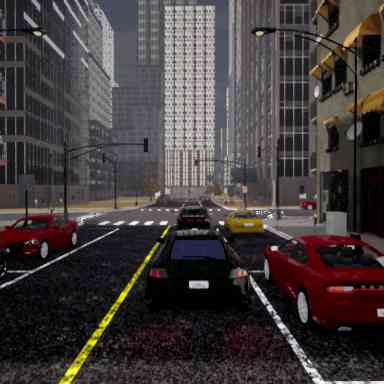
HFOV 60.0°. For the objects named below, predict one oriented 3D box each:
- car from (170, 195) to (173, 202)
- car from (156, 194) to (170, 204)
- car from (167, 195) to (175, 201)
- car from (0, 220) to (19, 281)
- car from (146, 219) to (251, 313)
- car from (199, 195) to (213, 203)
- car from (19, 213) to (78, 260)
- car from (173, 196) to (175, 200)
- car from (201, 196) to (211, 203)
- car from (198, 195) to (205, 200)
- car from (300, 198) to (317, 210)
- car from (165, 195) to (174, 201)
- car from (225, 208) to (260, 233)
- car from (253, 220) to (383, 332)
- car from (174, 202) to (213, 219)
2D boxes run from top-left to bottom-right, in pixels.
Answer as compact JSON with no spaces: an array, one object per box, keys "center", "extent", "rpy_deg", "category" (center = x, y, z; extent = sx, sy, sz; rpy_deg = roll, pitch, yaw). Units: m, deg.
[{"center":[-5.627,1.303,66.993],"extent":[2.192,1.841,5.009],"rpy_deg":[-1,0,0],"category":"car"},{"center":[-5.631,1.533,61.433],"extent":[1.887,1.381,4.507],"rpy_deg":[-1,0,0],"category":"car"},{"center":[-5.600,1.531,89.230],"extent":[1.887,1.381,4.507],"rpy_deg":[-1,0,0],"category":"car"},{"center":[-5.692,1.438,6.873],"extent":[1.967,1.590,4.097],"rpy_deg":[-1,0,0],"category":"car"},{"center":[0.112,1.562,7.734],"extent":[1.994,1.385,4.181],"rpy_deg":[0,0,0],"category":"car"},{"center":[2.748,1.428,61.423],"extent":[1.967,1.590,4.097],"rpy_deg":[-1,0,0],"category":"car"},{"center":[-5.685,1.541,12.397],"extent":[1.887,1.381,4.507],"rpy_deg":[-1,0,0],"category":"car"},{"center":[-5.621,1.302,72.553],"extent":[2.192,1.841,5.009],"rpy_deg":[-1,0,0],"category":"car"},{"center":[2.755,1.513,67.152],"extent":[1.752,1.417,4.829],"rpy_deg":[-1,0,0],"category":"car"},{"center":[2.787,1.568,94.780],"extent":[1.802,1.307,4.206],"rpy_deg":[-1,0,0],"category":"car"},{"center":[14.292,1.250,37.009],"extent":[4.507,1.381,1.887],"rpy_deg":[-1,1,0],"category":"car"},{"center":[-5.608,1.512,83.501],"extent":[1.752,1.417,4.829],"rpy_deg":[-1,0,0],"category":"car"},{"center":[2.701,1.520,18.067],"extent":[1.752,1.417,4.829],"rpy_deg":[-1,0,0],"category":"car"},{"center":[2.690,1.543,6.850],"extent":[1.887,1.381,4.507],"rpy_deg":[-1,0,0],"category":"car"},{"center":[0.096,1.500,17.719],"extent":[1.837,1.490,4.892],"rpy_deg":[0,0,-1],"category":"car"}]
